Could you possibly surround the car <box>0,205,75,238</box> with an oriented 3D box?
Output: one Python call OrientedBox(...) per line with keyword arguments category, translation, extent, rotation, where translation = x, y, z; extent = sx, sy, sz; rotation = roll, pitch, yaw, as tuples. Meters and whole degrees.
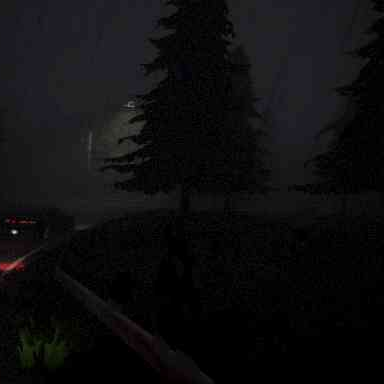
OrientedBox(category="car", translation=(-7.402, 1.409, 16.491), extent=(1.837, 1.490, 4.892), rotation=(4, 1, 2))
